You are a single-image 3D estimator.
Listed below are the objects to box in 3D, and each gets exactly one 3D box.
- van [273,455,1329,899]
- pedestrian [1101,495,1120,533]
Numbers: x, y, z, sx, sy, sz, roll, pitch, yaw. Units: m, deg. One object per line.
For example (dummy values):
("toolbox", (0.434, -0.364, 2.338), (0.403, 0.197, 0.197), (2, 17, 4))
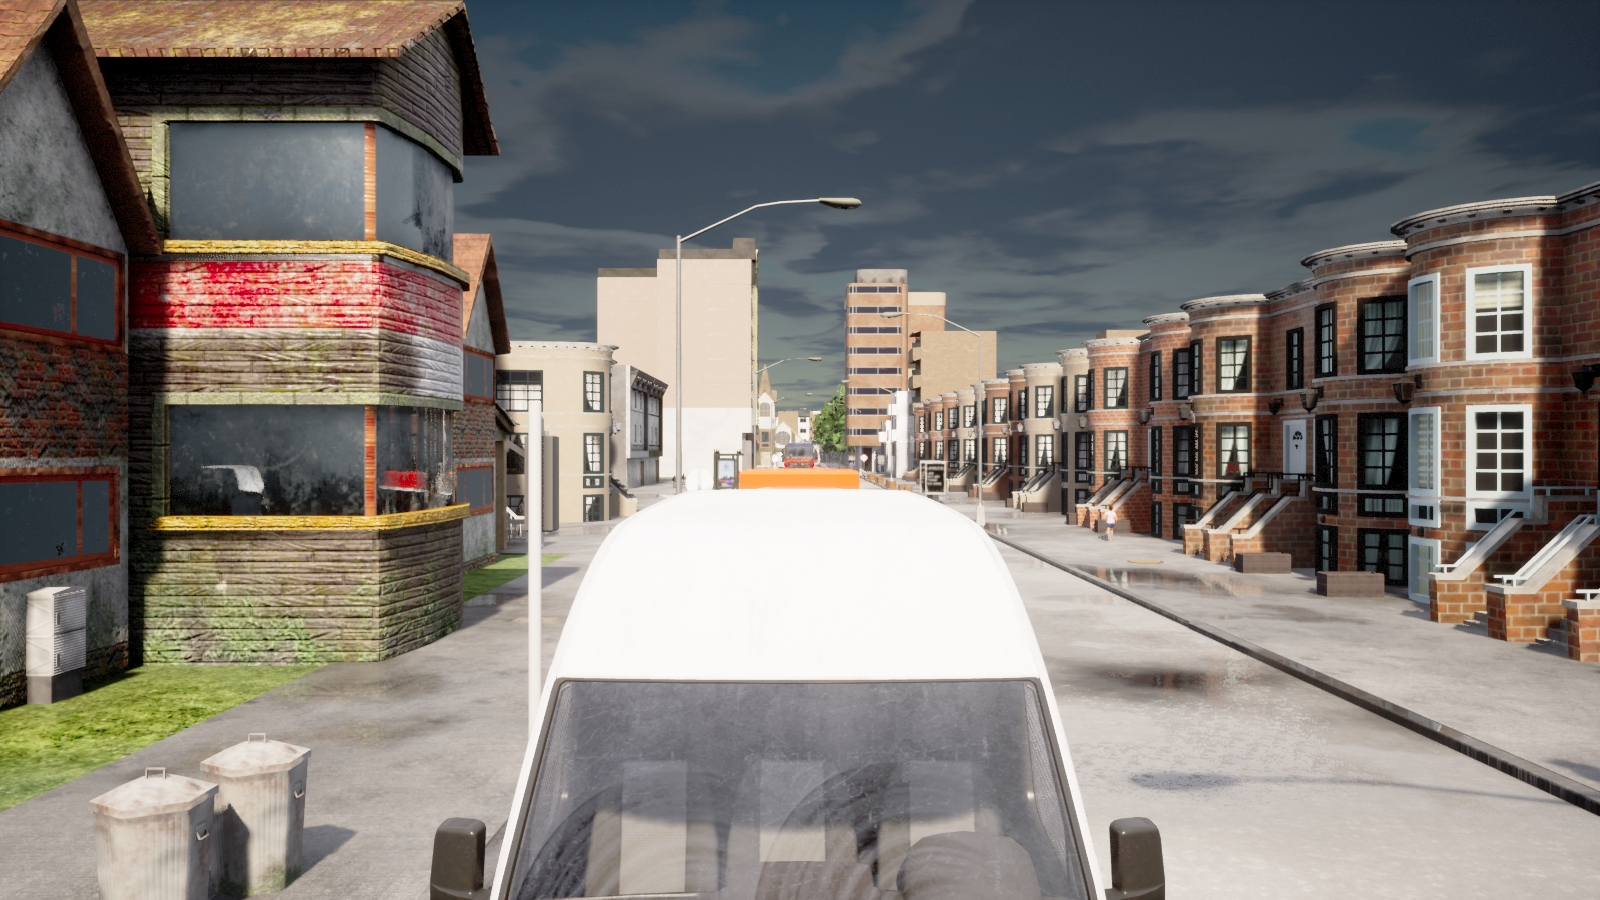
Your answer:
("van", (-0.003, 1.314, 5.110), (1.988, 2.561, 5.915), (0, 0, 0))
("pedestrian", (9.269, 1.903, 34.112), (0.500, 1.100, 0.500), (0, 0, 7))
